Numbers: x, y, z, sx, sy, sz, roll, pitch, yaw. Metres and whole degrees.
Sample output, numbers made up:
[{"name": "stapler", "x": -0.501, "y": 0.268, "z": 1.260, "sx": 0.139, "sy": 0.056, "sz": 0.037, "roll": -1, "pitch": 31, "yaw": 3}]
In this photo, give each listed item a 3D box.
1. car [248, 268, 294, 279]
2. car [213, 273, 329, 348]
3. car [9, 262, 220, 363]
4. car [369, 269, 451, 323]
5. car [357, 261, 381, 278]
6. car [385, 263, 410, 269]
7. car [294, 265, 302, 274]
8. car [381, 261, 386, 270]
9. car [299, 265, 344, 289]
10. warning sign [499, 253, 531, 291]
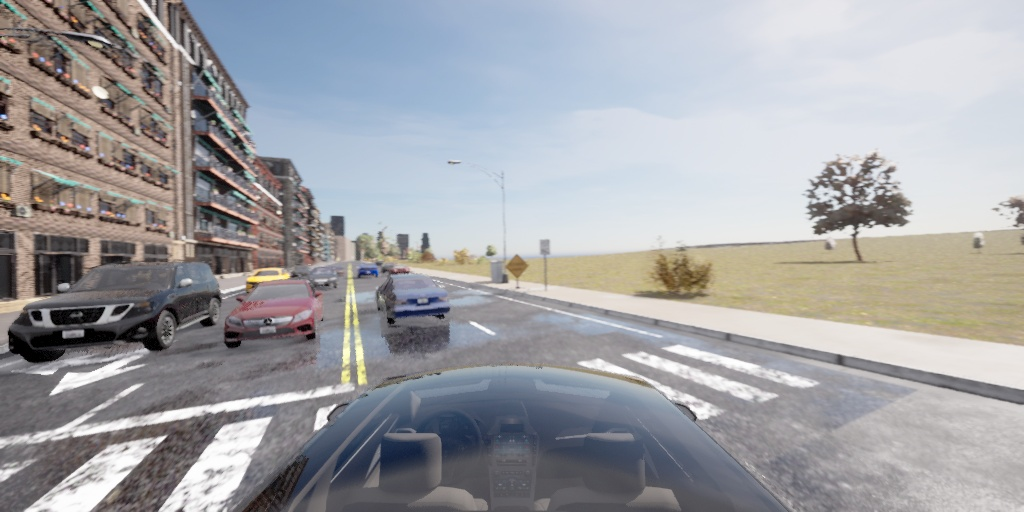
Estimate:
[{"name": "car", "x": -16.324, "y": 1.584, "z": 24.170, "sx": 1.882, "sy": 1.535, "sz": 5.008, "roll": -2, "pitch": 0, "yaw": -24}, {"name": "car", "x": -6.411, "y": 1.409, "z": 10.118, "sx": 1.812, "sy": 1.442, "sz": 4.674, "roll": -2, "pitch": 0, "yaw": -24}, {"name": "car", "x": -9.715, "y": 1.196, "z": 9.520, "sx": 2.150, "sy": 2.045, "sz": 5.566, "roll": -2, "pitch": 0, "yaw": -24}, {"name": "car", "x": -3.619, "y": 1.348, "z": 12.522, "sx": 2.033, "sy": 1.411, "sz": 5.357, "roll": -2, "pitch": 0, "yaw": -25}, {"name": "car", "x": -15.479, "y": 1.514, "z": 38.431, "sx": 1.882, "sy": 1.535, "sz": 5.008, "roll": -2, "pitch": 0, "yaw": -24}, {"name": "car", "x": -12.649, "y": 1.556, "z": 40.068, "sx": 1.895, "sy": 1.301, "sz": 4.718, "roll": -2, "pitch": 0, "yaw": -24}, {"name": "car", "x": -23.494, "y": 1.787, "z": 40.268, "sx": 1.837, "sy": 1.490, "sz": 4.892, "roll": -2, "pitch": 0, "yaw": -24}, {"name": "car", "x": -16.778, "y": 1.599, "z": 49.083, "sx": 1.994, "sy": 1.385, "sz": 4.181, "roll": -2, "pitch": 0, "yaw": -24}, {"name": "car", "x": -13.191, "y": 1.510, "z": 25.128, "sx": 2.128, "sy": 1.511, "sz": 4.902, "roll": -2, "pitch": 0, "yaw": -24}, {"name": "warning sign", "x": 0.293, "y": 0.793, "z": 18.257, "sx": 1.300, "sy": 1.860, "sz": 1.060, "roll": 0, "pitch": 0, "yaw": -24}]
